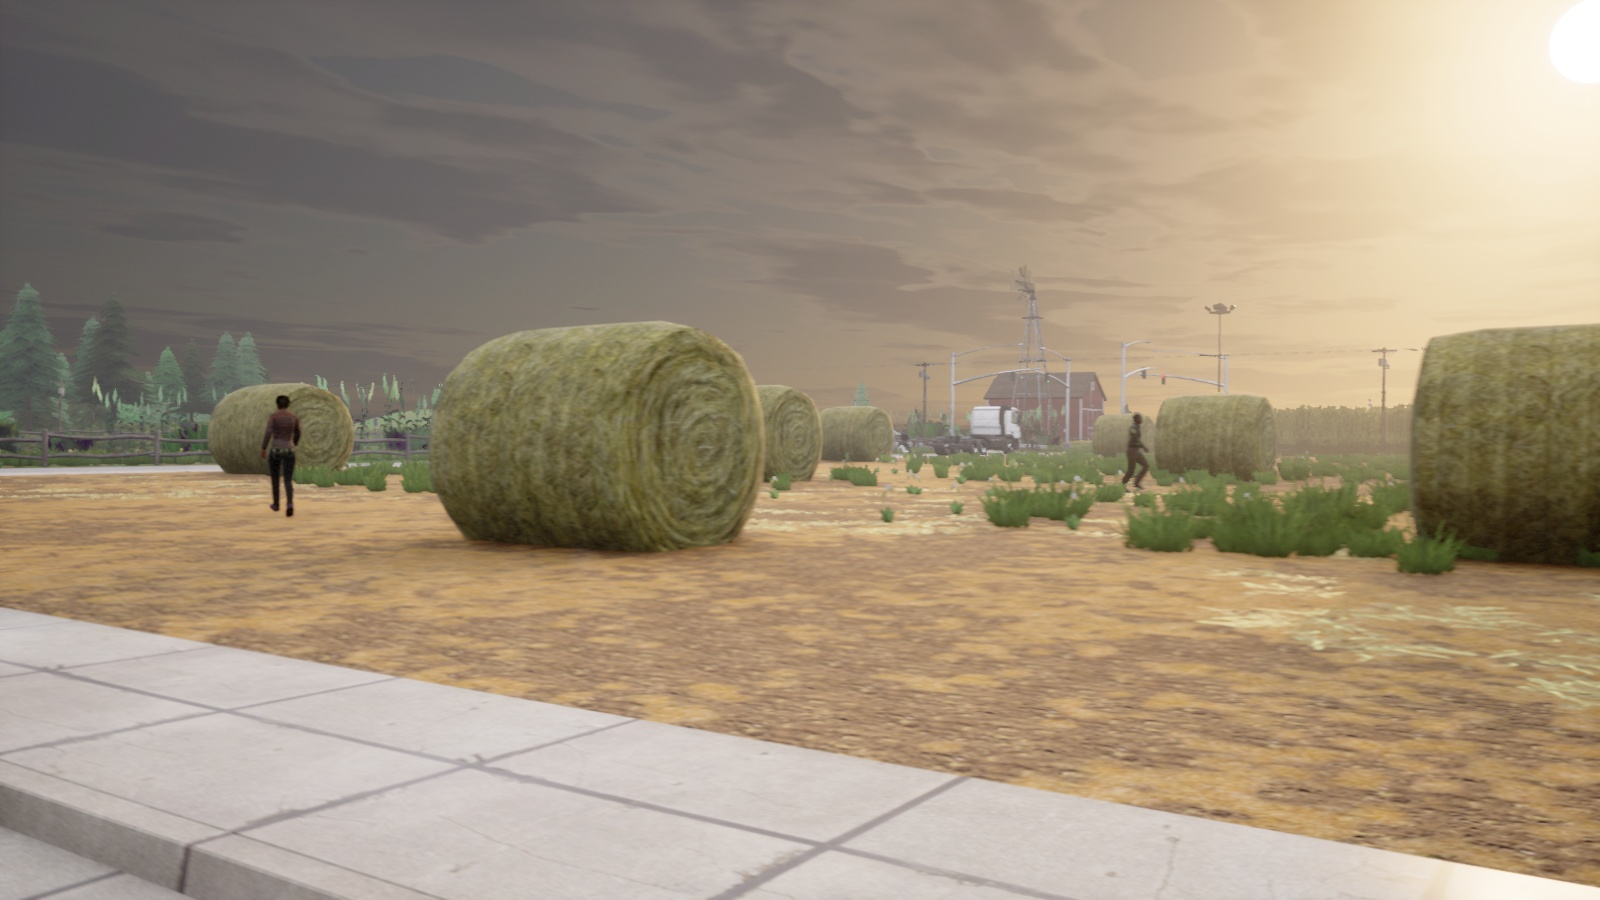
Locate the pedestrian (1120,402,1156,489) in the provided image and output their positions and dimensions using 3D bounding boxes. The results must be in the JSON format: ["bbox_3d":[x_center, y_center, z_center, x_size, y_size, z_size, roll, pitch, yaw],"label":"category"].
[{"bbox_3d":[7.627,-0.099,28.333,0.692,1.930,0.395,0,1,30],"label":"pedestrian"}]

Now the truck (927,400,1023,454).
[{"bbox_3d":[11.825,-1.542,84.238,2.891,3.462,7.936,0,1,36],"label":"truck"}]

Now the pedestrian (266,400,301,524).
[{"bbox_3d":[-7.680,0.172,18.667,0.328,1.805,0.869,-1,1,-31],"label":"pedestrian"}]
